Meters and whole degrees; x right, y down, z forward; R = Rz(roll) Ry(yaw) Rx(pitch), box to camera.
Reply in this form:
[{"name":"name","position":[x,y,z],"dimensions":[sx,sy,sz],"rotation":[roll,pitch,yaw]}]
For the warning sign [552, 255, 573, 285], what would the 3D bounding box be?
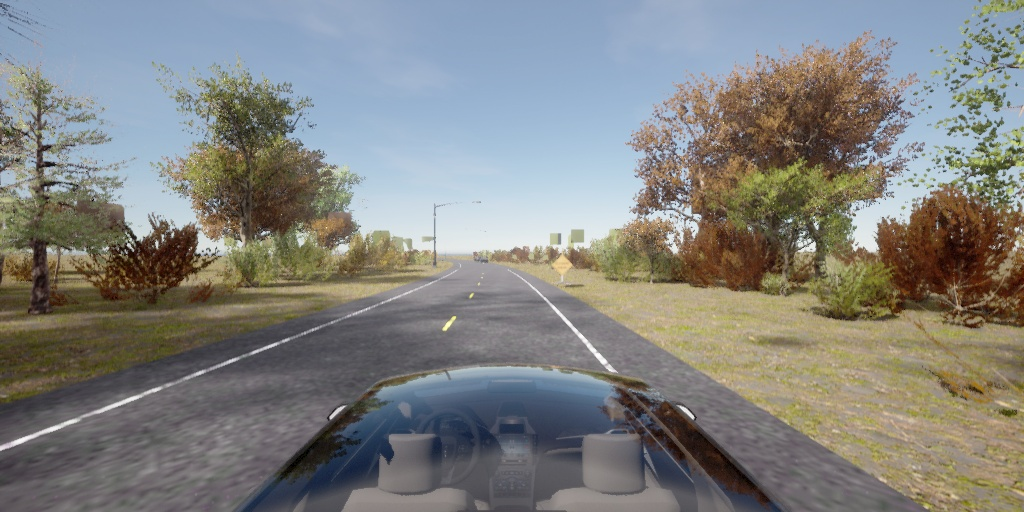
[{"name":"warning sign","position":[3.122,0.845,22.299],"dimensions":[1.300,1.860,1.060],"rotation":[0,0,-2]}]
